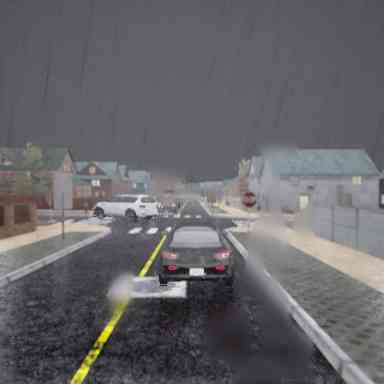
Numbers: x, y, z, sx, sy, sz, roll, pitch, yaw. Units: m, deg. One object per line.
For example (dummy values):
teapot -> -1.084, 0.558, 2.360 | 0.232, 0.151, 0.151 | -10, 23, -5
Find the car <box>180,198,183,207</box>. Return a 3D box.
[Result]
car -> -2.856, 1.417, 50.907 | 2.150, 2.045, 5.566 | 0, 0, 1

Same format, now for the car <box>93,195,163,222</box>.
car -> -5.458, 1.226, 26.902 | 5.566, 2.045, 2.150 | 2, 0, 30

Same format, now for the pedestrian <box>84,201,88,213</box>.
pedestrian -> -9.693, 1.365, 30.499 | 0.500, 1.100, 0.500 | 0, 0, 1

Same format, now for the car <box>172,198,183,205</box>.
car -> -2.792, 1.805, 65.410 | 1.994, 1.385, 4.181 | 0, 0, 0

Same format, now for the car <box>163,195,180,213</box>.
car -> -2.858, 1.504, 39.423 | 2.097, 1.767, 4.553 | 0, 0, 0

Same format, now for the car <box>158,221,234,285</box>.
car -> 0.095, 1.561, 9.469 | 1.812, 1.442, 4.674 | 0, 0, 0
